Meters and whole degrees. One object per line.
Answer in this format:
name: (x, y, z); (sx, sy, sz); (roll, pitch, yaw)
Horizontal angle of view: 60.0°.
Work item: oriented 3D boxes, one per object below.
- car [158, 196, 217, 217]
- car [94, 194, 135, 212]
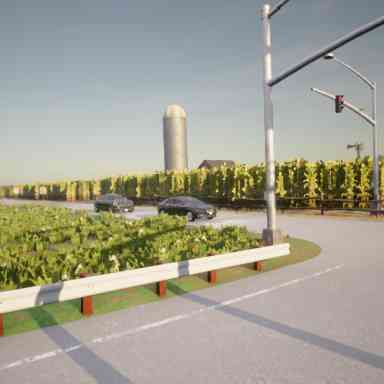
car: (-0.430, 1.080, 22.233); (1.837, 1.490, 4.892); (-3, 2, -40)
car: (-7.070, 0.967, 30.048); (2.097, 1.767, 4.553); (-3, 2, -40)
